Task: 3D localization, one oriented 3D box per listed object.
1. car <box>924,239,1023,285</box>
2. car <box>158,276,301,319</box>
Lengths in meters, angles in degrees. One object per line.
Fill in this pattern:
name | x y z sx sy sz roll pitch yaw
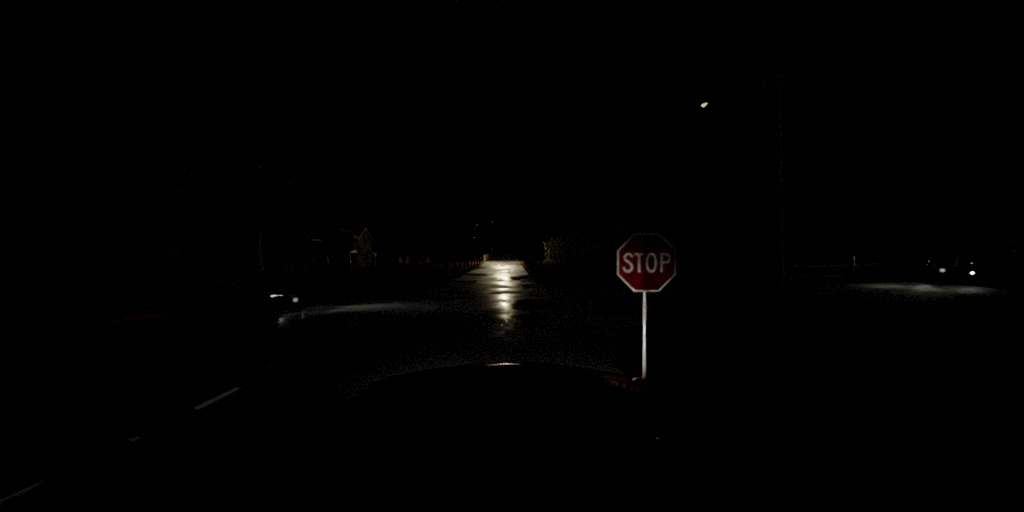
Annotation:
car | 23.391 0.241 17.189 5.566 2.045 2.150 -2 0 0
car | -11.113 1.562 14.297 4.902 1.511 2.128 -2 1 0
